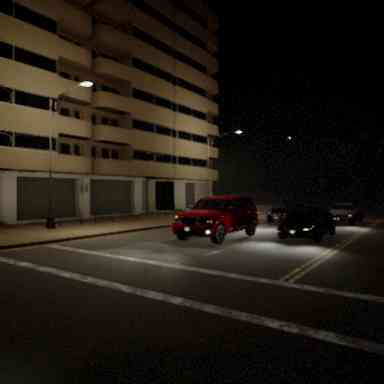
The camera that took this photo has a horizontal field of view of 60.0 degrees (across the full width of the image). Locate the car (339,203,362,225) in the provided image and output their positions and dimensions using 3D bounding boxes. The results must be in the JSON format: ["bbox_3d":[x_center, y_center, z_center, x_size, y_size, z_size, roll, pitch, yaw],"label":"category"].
[{"bbox_3d":[11.045,1.521,24.067,1.812,1.442,4.674,0,0,35],"label":"car"}]

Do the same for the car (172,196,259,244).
[{"bbox_3d":[1.356,1.213,16.318,2.150,2.045,5.566,0,0,35],"label":"car"}]

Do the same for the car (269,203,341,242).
[{"bbox_3d":[5.760,1.500,16.518,1.837,1.490,4.892,0,0,35],"label":"car"}]

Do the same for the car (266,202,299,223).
[{"bbox_3d":[7.038,1.483,24.453,2.128,1.511,4.902,0,0,35],"label":"car"}]
